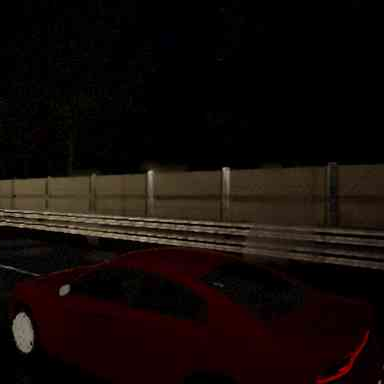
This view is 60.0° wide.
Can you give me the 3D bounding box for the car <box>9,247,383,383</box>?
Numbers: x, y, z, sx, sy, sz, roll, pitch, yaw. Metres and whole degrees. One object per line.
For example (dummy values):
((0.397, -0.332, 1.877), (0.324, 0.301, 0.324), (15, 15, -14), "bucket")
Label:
((-0.425, 1.479, 4.294), (5.008, 1.535, 1.882), (0, 0, 35), "car")
